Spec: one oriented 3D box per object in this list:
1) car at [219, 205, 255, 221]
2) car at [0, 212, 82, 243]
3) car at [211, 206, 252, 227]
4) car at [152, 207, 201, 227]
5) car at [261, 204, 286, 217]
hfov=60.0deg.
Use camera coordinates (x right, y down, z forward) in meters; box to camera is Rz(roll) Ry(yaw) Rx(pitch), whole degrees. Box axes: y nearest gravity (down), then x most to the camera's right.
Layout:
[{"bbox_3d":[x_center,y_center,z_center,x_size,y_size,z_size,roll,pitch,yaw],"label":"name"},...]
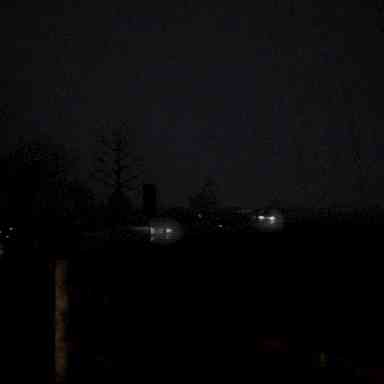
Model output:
[{"bbox_3d":[4.821,2.206,35.365,1.812,1.442,4.674,1,-1,36],"label":"car"},{"bbox_3d":[-7.956,1.776,17.450,1.994,1.385,4.181,1,-1,37],"label":"car"},{"bbox_3d":[3.330,2.141,28.196,1.994,1.385,4.181,1,-1,35],"label":"car"},{"bbox_3d":[-1.174,1.968,26.969,1.837,1.490,4.892,1,-1,35],"label":"car"},{"bbox_3d":[10.757,2.400,43.629,1.837,1.490,4.892,1,-1,36],"label":"car"}]
